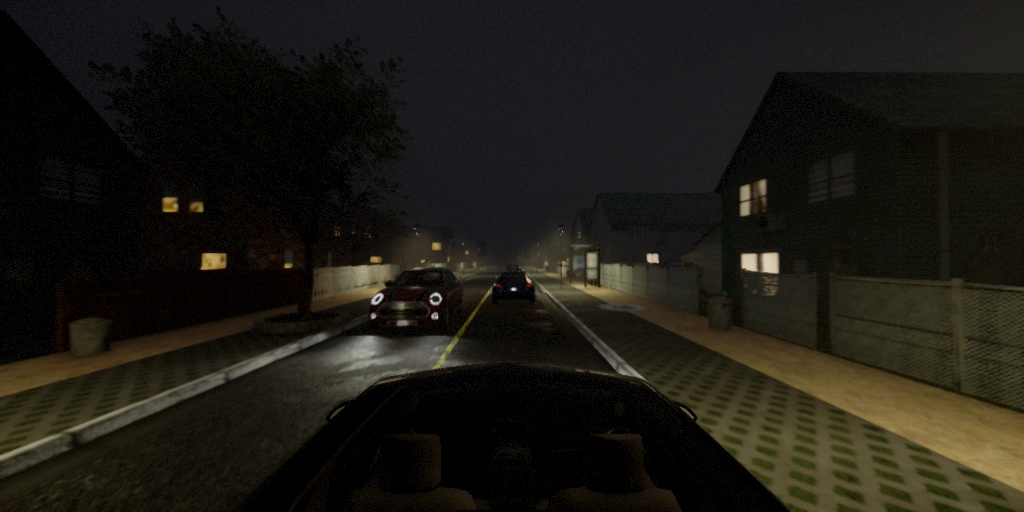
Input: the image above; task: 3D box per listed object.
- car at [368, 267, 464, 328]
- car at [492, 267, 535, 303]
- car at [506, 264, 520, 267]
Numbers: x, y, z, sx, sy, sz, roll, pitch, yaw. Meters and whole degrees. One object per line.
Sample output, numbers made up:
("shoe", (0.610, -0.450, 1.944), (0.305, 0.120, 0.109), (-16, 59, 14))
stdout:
("car", (-2.835, 1.170, 11.541), (2.097, 1.767, 4.553), (0, -1, 0))
("car", (0.078, 1.426, 17.493), (1.994, 1.385, 4.181), (0, 0, 0))
("car", (0.102, 1.571, 36.775), (2.033, 1.411, 5.357), (0, -1, 0))
